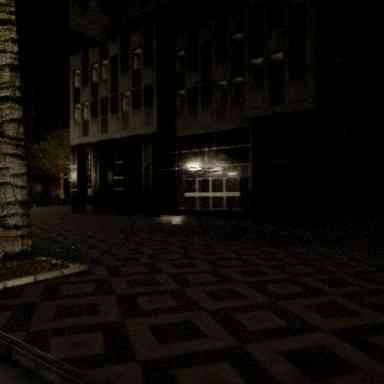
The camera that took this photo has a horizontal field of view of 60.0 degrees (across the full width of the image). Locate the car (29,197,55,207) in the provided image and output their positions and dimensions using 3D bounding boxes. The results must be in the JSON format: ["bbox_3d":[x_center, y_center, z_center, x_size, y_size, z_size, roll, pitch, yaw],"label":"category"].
[{"bbox_3d":[-22.253,1.581,48.097,1.947,1.339,4.313,-1,0,35],"label":"car"}]

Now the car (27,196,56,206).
[{"bbox_3d":[-26.066,1.554,57.582,1.967,1.590,4.097,-1,0,35],"label":"car"}]

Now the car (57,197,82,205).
[{"bbox_3d":[-22.862,1.683,62.224,1.802,1.307,4.206,-1,0,35],"label":"car"}]

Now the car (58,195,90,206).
[{"bbox_3d":[-19.051,1.565,52.737,1.947,1.339,4.313,-1,0,35],"label":"car"}]

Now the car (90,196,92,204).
[{"bbox_3d":[-18.247,1.394,58.607,2.097,1.767,4.553,-1,0,35],"label":"car"}]
